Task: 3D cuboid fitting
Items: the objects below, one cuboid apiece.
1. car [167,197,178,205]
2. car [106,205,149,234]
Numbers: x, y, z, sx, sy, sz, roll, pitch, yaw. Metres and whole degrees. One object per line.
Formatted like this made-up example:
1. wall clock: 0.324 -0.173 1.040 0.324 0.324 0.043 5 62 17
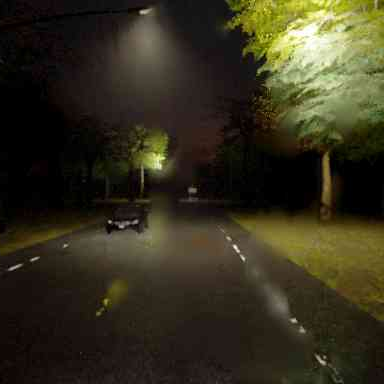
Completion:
1. car: -3.492 1.550 61.212 2.033 1.411 5.357 0 0 1
2. car: -3.589 1.508 19.332 1.812 1.442 4.674 0 0 0
